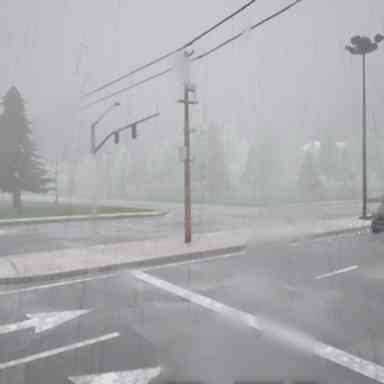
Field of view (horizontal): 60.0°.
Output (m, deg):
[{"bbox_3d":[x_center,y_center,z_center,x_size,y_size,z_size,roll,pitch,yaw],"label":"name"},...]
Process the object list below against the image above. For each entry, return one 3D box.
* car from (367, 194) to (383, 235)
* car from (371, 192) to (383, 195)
[{"bbox_3d":[10.620,1.113,16.064,4.553,1.767,2.097,-1,1,-37],"label":"car"},{"bbox_3d":[26.439,0.826,47.131,5.008,1.535,1.882,-1,1,-35],"label":"car"}]
